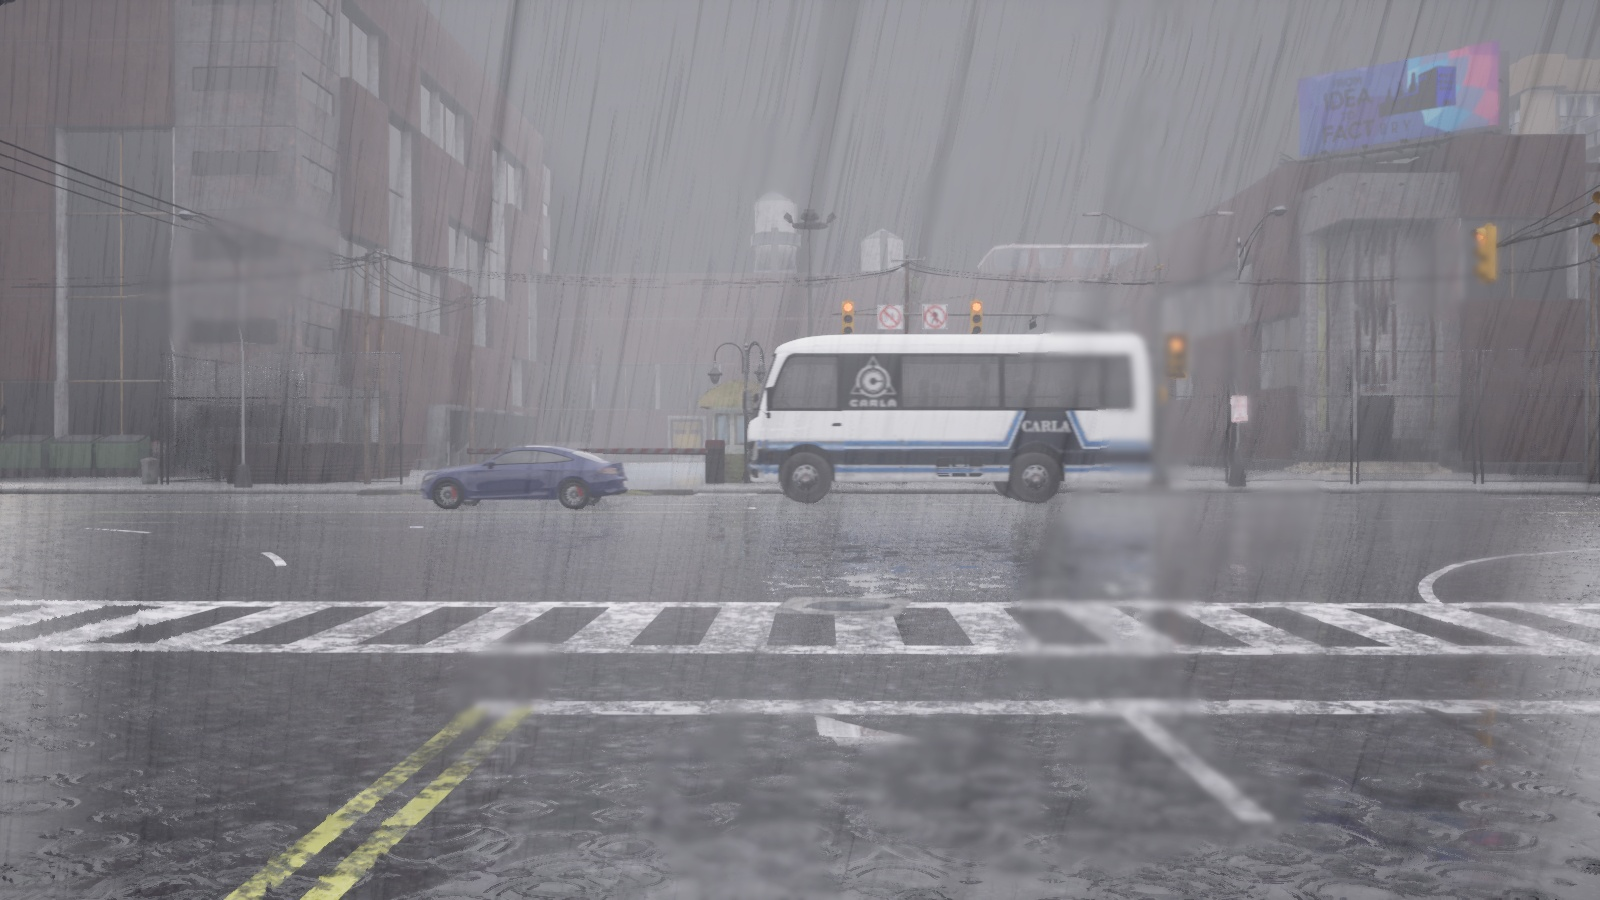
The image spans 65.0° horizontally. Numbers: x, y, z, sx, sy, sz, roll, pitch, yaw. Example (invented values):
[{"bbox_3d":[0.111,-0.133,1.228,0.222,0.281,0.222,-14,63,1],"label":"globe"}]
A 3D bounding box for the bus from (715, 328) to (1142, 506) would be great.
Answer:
[{"bbox_3d":[3.089,-0.810,32.234,10.273,4.253,3.944,0,0,0],"label":"bus"}]

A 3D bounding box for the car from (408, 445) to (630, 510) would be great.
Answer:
[{"bbox_3d":[-6.389,0.604,28.896,4.674,1.442,1.812,0,0,1],"label":"car"}]
